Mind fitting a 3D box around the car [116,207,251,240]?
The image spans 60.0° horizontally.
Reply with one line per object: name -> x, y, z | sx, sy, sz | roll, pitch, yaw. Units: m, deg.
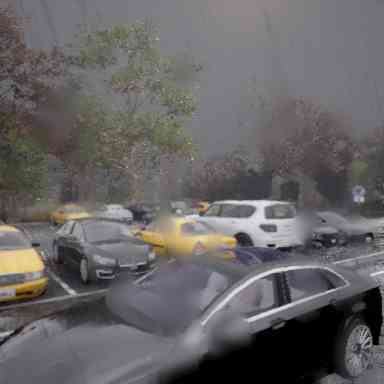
car -> -0.634, 1.563, 11.772 | 1.946, 1.575, 5.366 | 1, 0, -35

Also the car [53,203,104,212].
car -> -7.940, 1.558, 22.171 | 1.946, 1.575, 5.366 | 1, 0, -35

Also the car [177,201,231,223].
car -> 0.912, 1.640, 28.631 | 2.097, 1.535, 5.008 | 1, 0, -35

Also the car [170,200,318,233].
car -> 1.727, 1.335, 13.244 | 2.435, 2.045, 5.566 | 1, 0, -35

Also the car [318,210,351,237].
car -> 4.008, 1.606, 14.824 | 2.097, 1.535, 5.008 | 0, 0, -35

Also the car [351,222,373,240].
car -> 6.297, 1.656, 16.395 | 2.163, 1.488, 4.792 | 1, 0, -35

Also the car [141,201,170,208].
car -> -3.502, 1.630, 25.490 | 2.163, 1.488, 4.792 | 1, 0, -35

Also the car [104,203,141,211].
car -> -5.781, 1.621, 23.916 | 2.002, 1.452, 4.674 | 1, 0, -35

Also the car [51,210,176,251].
car -> -2.800, 1.547, 10.027 | 2.231, 1.521, 4.892 | 0, 0, -35

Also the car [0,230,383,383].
car -> 0.353, 1.496, 3.914 | 4.902, 1.511, 2.128 | 0, 0, -35

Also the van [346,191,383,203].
van -> 22.977, 0.826, 44.355 | 1.878, 1.987, 4.442 | 0, 1, -35

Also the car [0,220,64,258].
car -> -4.959, 1.523, 8.271 | 1.946, 1.575, 5.366 | 1, 0, -35
